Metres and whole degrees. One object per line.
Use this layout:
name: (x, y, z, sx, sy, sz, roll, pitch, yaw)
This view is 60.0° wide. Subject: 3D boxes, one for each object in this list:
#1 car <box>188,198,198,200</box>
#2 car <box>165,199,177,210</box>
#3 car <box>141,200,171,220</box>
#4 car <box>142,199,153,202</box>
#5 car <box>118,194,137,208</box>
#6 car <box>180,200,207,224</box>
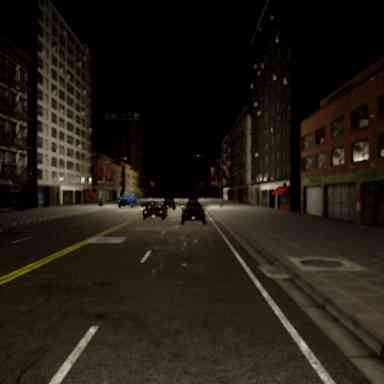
car: (0.106, 1.624, 44.224, 1.837, 1.490, 4.892, 0, 0, 0)
car: (-3.142, 1.646, 45.611, 1.812, 1.442, 4.674, 0, 0, 0)
car: (-3.144, 1.678, 29.326, 1.895, 1.301, 4.718, 0, 0, 0)
car: (-6.500, 1.698, 50.262, 1.994, 1.385, 4.181, 0, 0, 1)
car: (-9.745, 1.353, 50.787, 2.150, 2.045, 5.566, 0, 0, 0)
car: (0.113, 1.592, 25.061, 1.812, 1.442, 4.674, 0, 0, 0)
